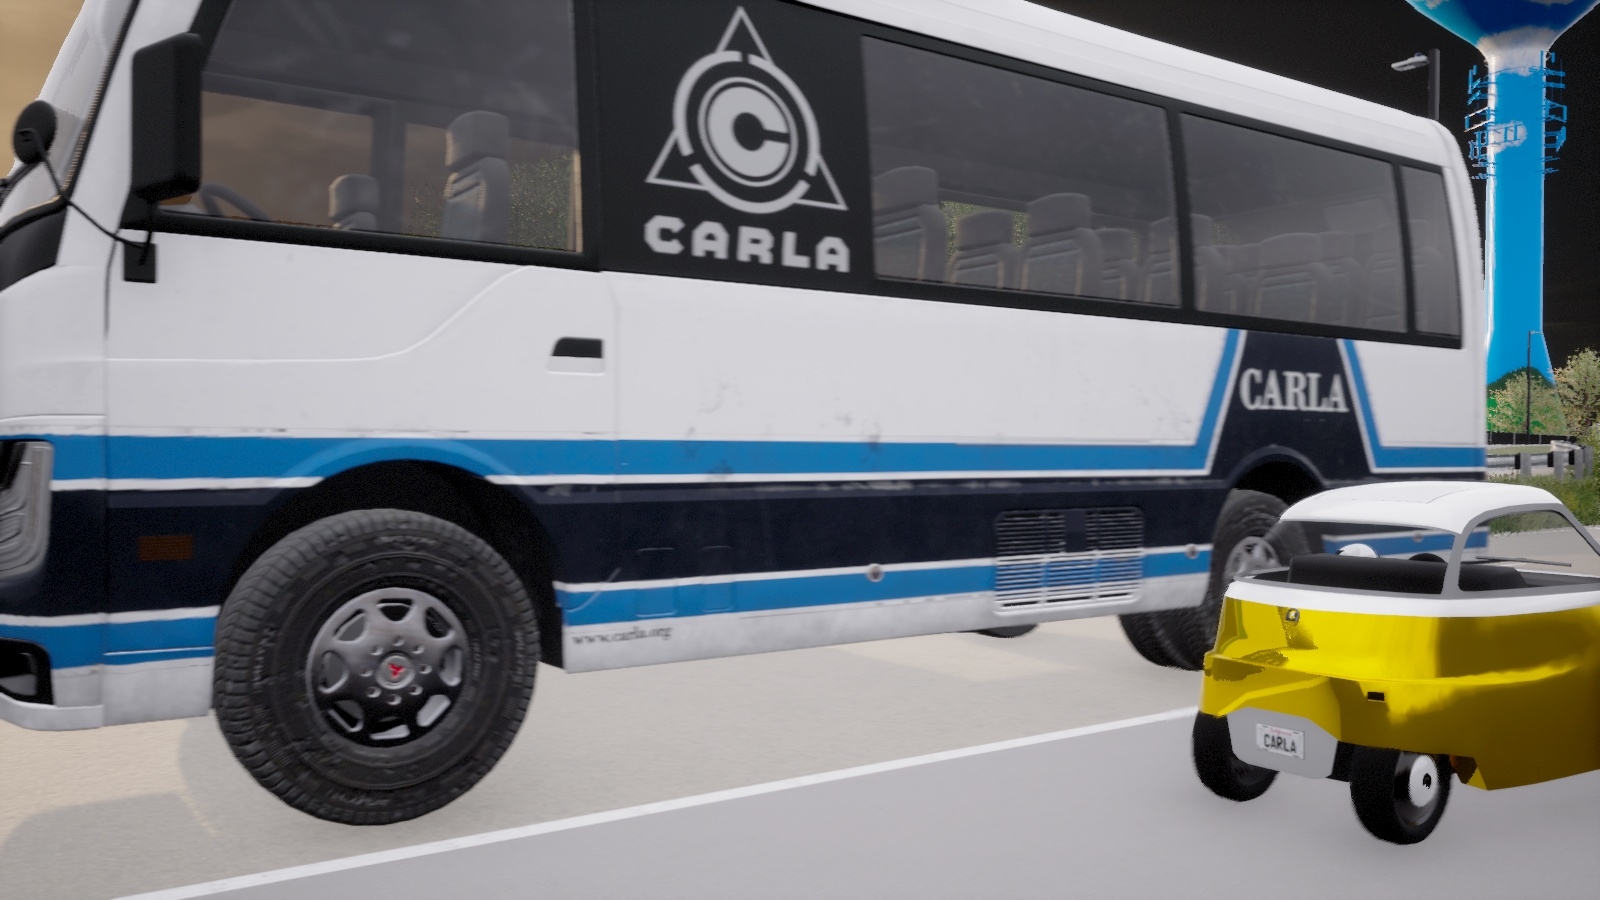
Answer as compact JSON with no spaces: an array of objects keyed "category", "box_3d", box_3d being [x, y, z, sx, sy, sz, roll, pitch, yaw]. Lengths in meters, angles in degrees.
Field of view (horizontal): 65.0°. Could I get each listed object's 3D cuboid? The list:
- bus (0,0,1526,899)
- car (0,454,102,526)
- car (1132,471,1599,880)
[{"category":"bus","box_3d":[-0.011,-0.613,7.920,10.273,4.253,3.944,0,0,-35]},{"category":"car","box_3d":[-18.672,0.968,28.560,4.902,1.511,2.128,-2,-2,18]},{"category":"car","box_3d":[2.815,0.808,5.618,2.207,1.376,1.481,0,0,-35]}]
